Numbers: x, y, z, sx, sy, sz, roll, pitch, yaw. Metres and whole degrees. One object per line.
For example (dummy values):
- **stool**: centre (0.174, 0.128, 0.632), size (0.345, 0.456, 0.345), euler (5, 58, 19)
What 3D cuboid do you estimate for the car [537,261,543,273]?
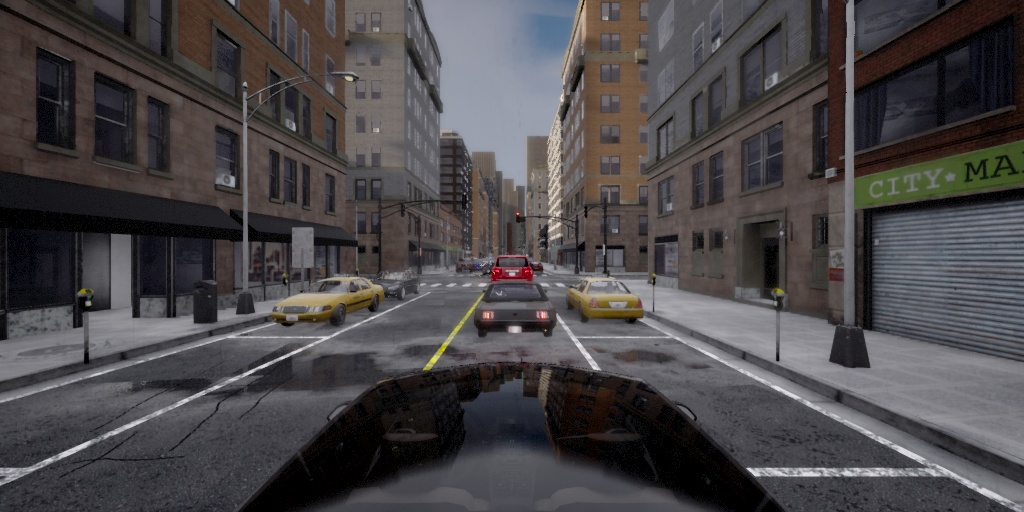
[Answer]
- **car**: centre (2.874, 1.308, 44.112), size (1.888, 1.381, 4.507), euler (0, 0, 0)

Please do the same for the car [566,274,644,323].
- **car**: centre (2.861, 1.276, 11.983), size (1.751, 1.417, 4.829), euler (0, 0, 0)

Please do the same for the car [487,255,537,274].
- **car**: centre (0.008, 0.974, 19.993), size (2.150, 2.045, 5.566), euler (0, 0, 0)

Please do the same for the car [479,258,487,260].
- **car**: centre (-3.081, 1.289, 44.717), size (1.812, 1.442, 4.674), euler (0, 0, 0)

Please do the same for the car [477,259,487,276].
- **car**: centre (-1.618, 1.277, 36.397), size (1.812, 1.442, 4.674), euler (1, 0, 15)

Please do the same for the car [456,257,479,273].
- **car**: centre (-5.651, 1.078, 44.116), size (2.192, 1.841, 5.009), euler (0, 0, 0)

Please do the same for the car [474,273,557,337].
- **car**: centre (0.085, 1.351, 10.223), size (1.895, 1.301, 4.718), euler (0, 0, 0)

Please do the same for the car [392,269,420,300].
- **car**: centre (-5.662, 1.302, 17.342), size (2.007, 1.370, 4.403), euler (0, 0, 0)

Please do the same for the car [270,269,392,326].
- **car**: centre (-5.664, 1.276, 11.647), size (1.751, 1.417, 4.829), euler (0, 0, 0)
